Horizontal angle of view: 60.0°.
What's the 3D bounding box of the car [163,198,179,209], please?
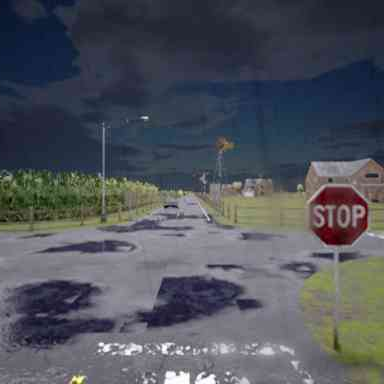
[{"bbox_3d":[-2.738,1.565,44.404,2.033,1.411,5.357,0,0,0],"label":"car"}]
